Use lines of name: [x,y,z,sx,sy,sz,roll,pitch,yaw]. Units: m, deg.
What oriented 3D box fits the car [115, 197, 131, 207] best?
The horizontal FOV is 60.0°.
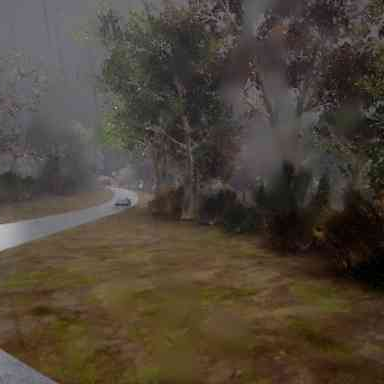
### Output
car: [-10.475,1.487,50.770,1.994,1.385,4.181,-2,1,-5]
